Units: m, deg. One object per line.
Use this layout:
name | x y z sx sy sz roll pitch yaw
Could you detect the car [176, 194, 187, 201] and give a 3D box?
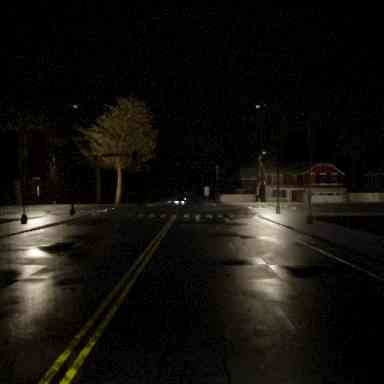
car | -2.777 1.484 77.995 1.895 1.301 4.718 0 0 0
